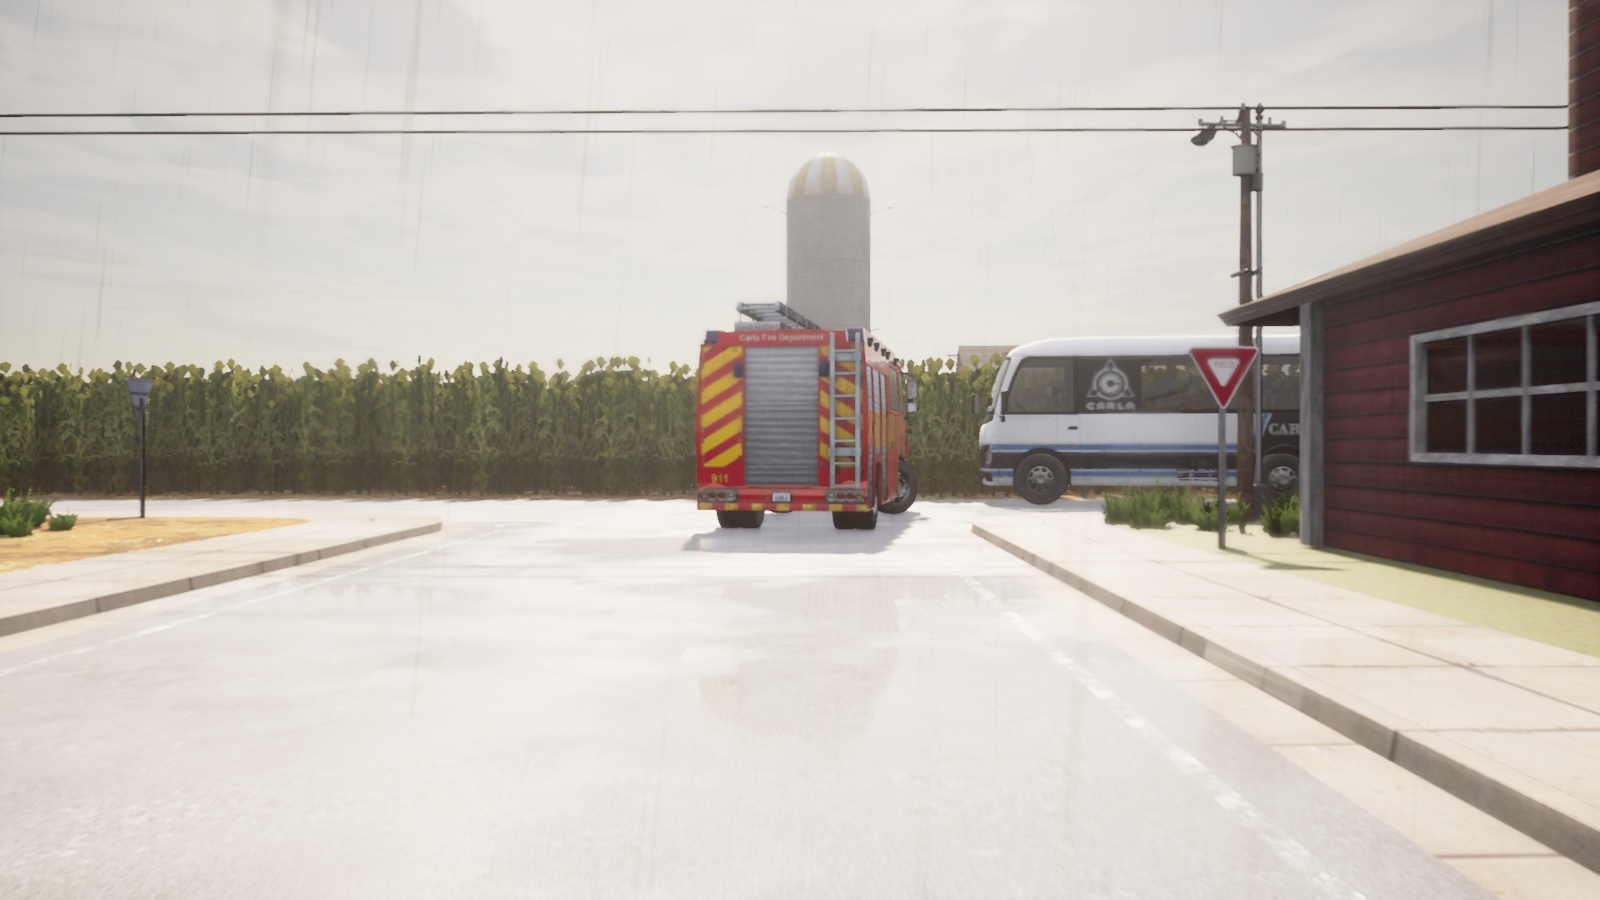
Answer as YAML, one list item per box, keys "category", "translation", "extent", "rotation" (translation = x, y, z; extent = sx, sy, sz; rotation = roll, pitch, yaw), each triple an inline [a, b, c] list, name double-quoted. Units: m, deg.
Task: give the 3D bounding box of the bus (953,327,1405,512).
- category: "bus"
  translation: [9.051, -0.709, 31.454]
  extent: [10.273, 4.253, 3.944]
  rotation: [0, 0, 8]

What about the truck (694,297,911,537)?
- category: "truck"
  translation: [0.392, -0.547, 24.413]
  extent: [2.891, 3.827, 8.468]
  rotation: [0, 0, 9]
